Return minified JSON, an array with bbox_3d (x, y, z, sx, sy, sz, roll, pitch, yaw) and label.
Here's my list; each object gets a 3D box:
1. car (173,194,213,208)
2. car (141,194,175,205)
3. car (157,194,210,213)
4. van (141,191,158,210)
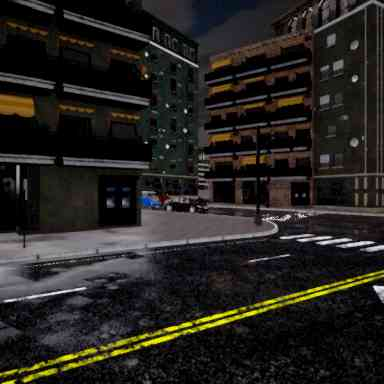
[{"bbox_3d":[0.068,1.041,39.304,4.403,1.369,2.008,1,0,37],"label":"car"},{"bbox_3d":[-4.355,0.961,42.617,4.206,1.307,1.802,1,0,37],"label":"car"},{"bbox_3d":[-0.561,1.137,29.305,4.403,1.369,2.008,1,0,37],"label":"car"},{"bbox_3d":[-4.977,0.817,32.619,3.998,1.788,1.690,1,0,37],"label":"van"}]
